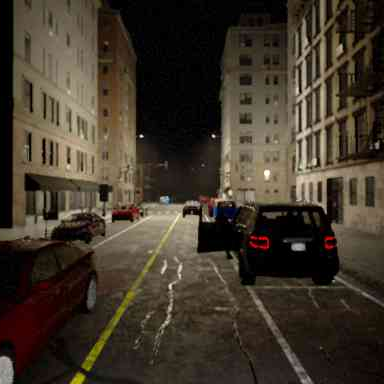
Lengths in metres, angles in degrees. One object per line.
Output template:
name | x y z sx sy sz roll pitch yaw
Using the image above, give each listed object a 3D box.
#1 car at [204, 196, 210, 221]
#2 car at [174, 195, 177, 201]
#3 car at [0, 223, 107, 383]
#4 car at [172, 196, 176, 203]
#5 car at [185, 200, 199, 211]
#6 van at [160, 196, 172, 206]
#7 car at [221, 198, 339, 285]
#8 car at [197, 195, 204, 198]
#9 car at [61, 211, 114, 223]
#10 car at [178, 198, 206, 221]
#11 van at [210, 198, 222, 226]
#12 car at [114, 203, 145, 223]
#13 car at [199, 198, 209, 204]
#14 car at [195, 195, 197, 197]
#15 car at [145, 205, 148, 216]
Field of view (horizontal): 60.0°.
car | 2.634 1.509 32.921 2.192 1.841 5.009 0 0 0
car | -5.411 2.011 81.100 1.887 1.381 4.507 0 0 0
car | -2.839 1.507 4.897 1.882 1.535 5.008 0 0 0
car | -5.412 2.002 75.694 1.947 1.339 4.313 0 0 0
car | 0.009 1.863 45.975 1.895 1.301 4.718 0 0 0
van | -5.414 1.716 64.883 1.690 1.788 3.998 0 0 0
car | 2.268 1.280 9.768 2.150 2.045 5.566 0 0 0
car | 2.698 1.721 70.291 2.192 1.841 5.009 0 0 0
car | -5.390 1.680 16.386 1.802 1.307 4.206 0 0 0
car | 0.048 1.685 32.663 2.128 1.511 4.902 0 0 1
van | 2.634 1.504 27.409 1.690 1.788 3.998 0 0 0
car | -5.391 1.707 27.408 1.887 1.381 4.507 0 0 0
car | 2.693 1.987 75.696 2.008 1.369 4.403 0 0 0
car | 2.676 1.841 91.916 2.192 1.841 5.009 0 0 0
car | -5.391 1.760 32.918 1.947 1.339 4.313 0 0 0
